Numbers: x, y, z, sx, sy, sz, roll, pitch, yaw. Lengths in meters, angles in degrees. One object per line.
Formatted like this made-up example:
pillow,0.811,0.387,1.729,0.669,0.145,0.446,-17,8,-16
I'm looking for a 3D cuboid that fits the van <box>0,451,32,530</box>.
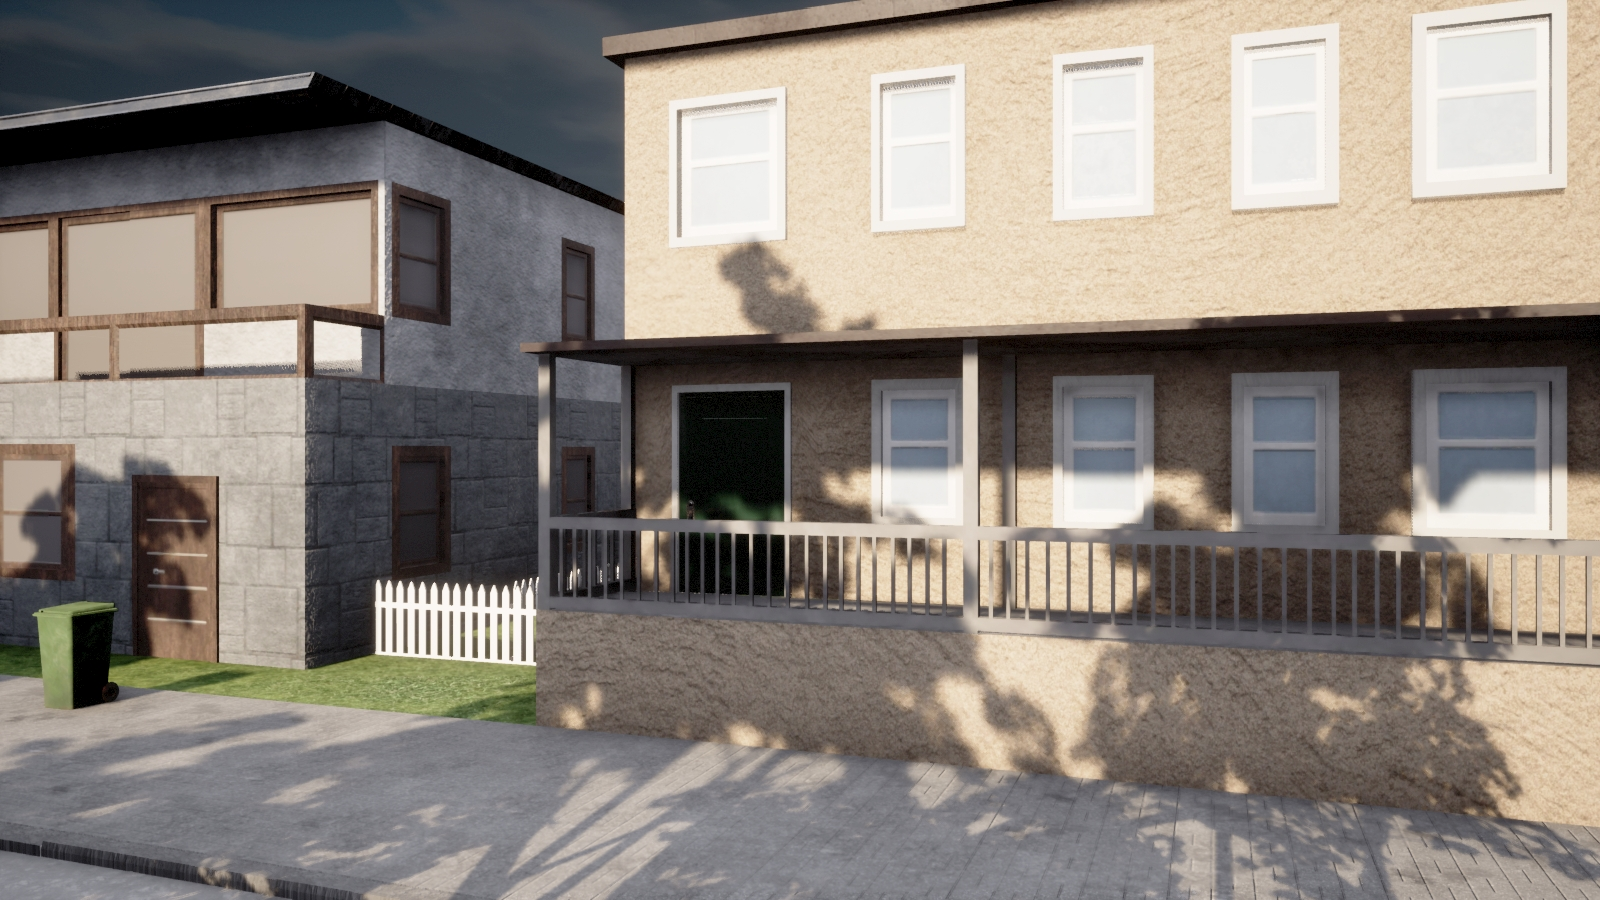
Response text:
van,-27.753,1.329,35.973,1.988,2.561,5.915,0,0,20
